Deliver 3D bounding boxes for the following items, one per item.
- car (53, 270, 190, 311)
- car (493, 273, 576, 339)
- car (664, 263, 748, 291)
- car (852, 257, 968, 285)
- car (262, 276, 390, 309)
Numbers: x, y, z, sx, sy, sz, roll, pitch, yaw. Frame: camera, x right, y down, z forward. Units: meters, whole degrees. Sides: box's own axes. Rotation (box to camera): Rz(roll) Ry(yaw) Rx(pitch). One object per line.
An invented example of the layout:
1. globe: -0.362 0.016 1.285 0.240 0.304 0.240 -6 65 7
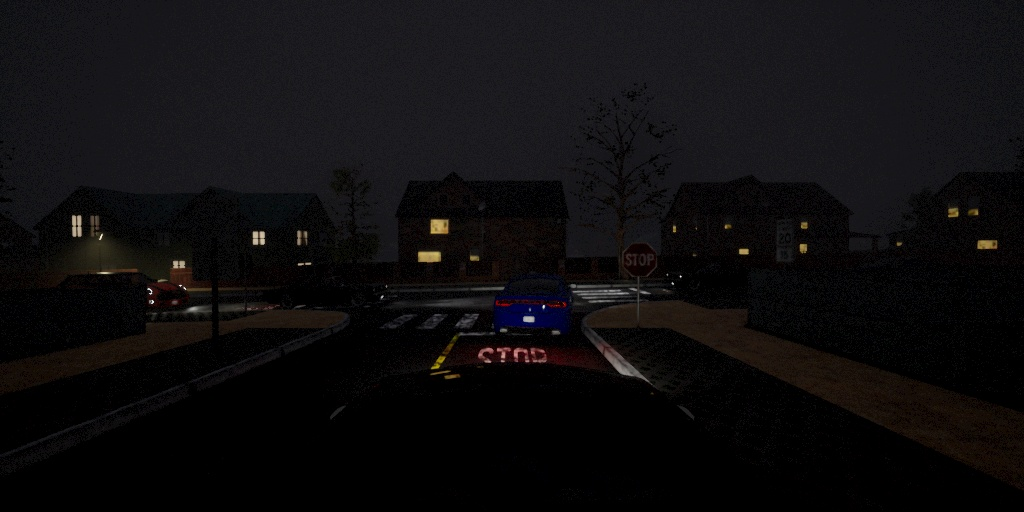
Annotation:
1. car: -16.795 1.471 15.452 4.553 1.767 2.097 -1 1 0
2. car: 0.789 1.226 10.247 1.882 1.535 5.008 0 0 10
3. car: 10.415 1.034 18.380 4.718 1.301 1.895 -1 1 -1
4. car: 20.061 0.753 18.413 5.357 1.411 2.033 -1 1 0
5. car: -7.807 1.506 15.457 4.718 1.301 1.895 -1 1 0
